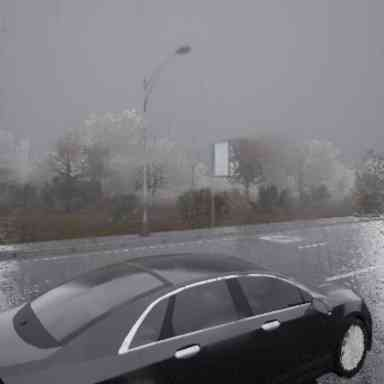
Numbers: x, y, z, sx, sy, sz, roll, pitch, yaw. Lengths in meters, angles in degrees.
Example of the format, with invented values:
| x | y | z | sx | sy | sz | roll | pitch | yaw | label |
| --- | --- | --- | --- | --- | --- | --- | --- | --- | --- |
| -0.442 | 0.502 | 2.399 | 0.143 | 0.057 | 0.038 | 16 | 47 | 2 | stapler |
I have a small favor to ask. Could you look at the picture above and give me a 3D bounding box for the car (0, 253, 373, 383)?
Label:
| x | y | z | sx | sy | sz | roll | pitch | yaw | label |
| --- | --- | --- | --- | --- | --- | --- | --- | --- | --- |
| 0.225 | 1.504 | 3.907 | 4.892 | 1.490 | 1.837 | 0 | 0 | -35 | car |
